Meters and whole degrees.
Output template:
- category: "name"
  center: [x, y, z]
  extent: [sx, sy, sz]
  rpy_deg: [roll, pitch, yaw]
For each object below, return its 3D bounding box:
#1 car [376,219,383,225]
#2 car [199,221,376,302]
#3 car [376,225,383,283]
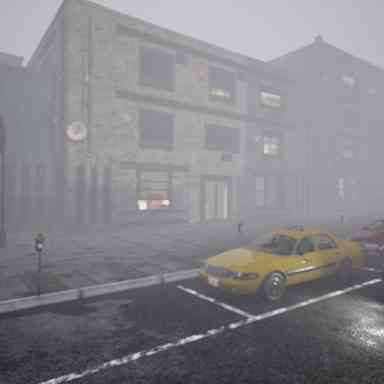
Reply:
- category: "car"
  center: [7.046, 1.586, 11.577]
  extent: [4.206, 1.307, 1.802]
  rpy_deg: [0, 1, -36]
- category: "car"
  center: [2.404, 1.527, 8.265]
  extent: [4.829, 1.417, 1.752]
  rpy_deg: [0, 1, -36]
- category: "car"
  center: [6.375, 1.529, 7.911]
  extent: [4.674, 1.442, 1.812]
  rpy_deg: [0, 0, -35]
